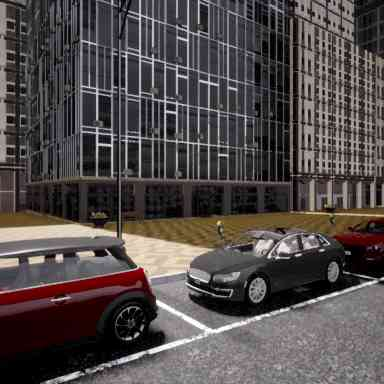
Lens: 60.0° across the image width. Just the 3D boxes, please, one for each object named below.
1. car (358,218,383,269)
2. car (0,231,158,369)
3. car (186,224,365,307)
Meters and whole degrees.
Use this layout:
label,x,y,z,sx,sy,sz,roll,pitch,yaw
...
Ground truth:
label,x,y,z,sx,sy,sz,roll,pitch,yaw
car,6.408,1.547,11.093,4.507,1.381,1.887,0,0,-35
car,-2.618,1.440,4.694,4.097,1.590,1.967,0,0,-35
car,1.895,1.551,7.893,4.403,1.369,2.008,0,0,-35
